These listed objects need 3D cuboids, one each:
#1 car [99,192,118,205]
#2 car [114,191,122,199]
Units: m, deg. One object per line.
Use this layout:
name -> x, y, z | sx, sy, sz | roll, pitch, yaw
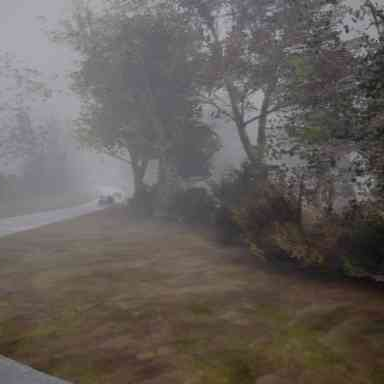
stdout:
car -> -13.384, 1.183, 52.154 | 2.128, 1.511, 4.902 | -2, 2, -6
car -> -15.746, 0.554, 69.690 | 1.837, 1.490, 4.892 | 0, 3, -10
